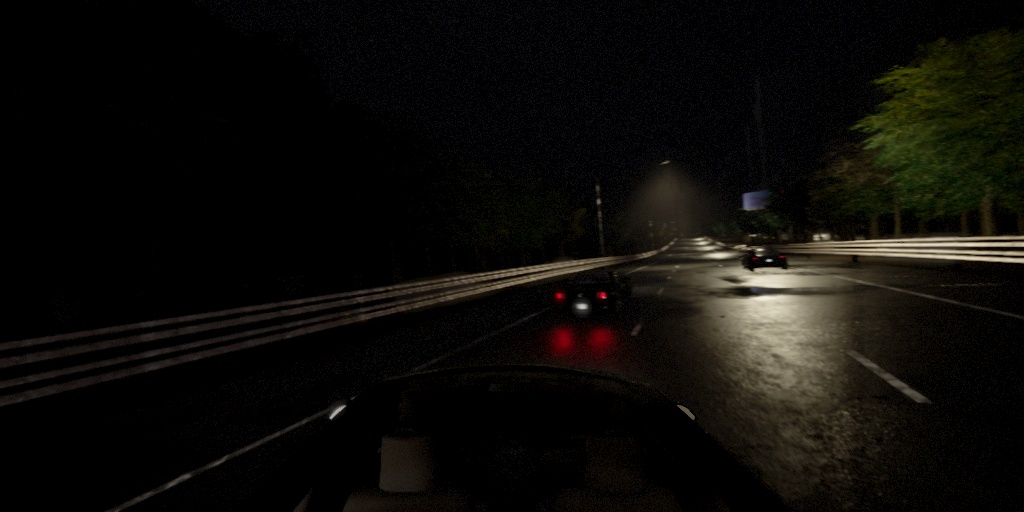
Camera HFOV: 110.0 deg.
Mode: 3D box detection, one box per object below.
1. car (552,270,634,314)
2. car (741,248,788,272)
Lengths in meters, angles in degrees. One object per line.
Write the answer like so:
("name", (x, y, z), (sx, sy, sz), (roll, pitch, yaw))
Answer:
("car", (3.021, 1.125, 12.486), (1.895, 1.301, 4.718), (-5, 0, 26))
("car", (15.950, 0.189, 22.827), (1.994, 1.385, 4.181), (-5, -1, 26))
